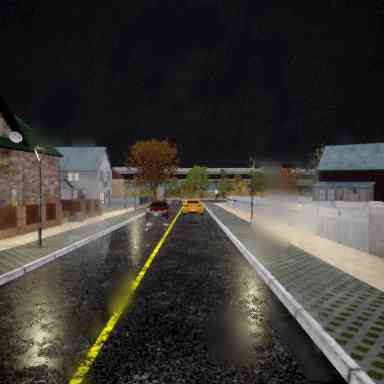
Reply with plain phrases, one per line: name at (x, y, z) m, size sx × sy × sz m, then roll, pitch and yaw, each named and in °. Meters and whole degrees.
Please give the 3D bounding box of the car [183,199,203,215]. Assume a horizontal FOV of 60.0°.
car at (0.098, 1.471, 33.337) m, size 1.882 × 1.535 × 5.008 m, roll 0°, pitch 0°, yaw 0°

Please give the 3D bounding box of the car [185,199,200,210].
car at (0.096, 1.602, 43.910) m, size 1.895 × 1.301 × 4.718 m, roll 0°, pitch 0°, yaw 1°

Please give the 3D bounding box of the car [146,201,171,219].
car at (-2.835, 1.518, 28.697) m, size 1.812 × 1.442 × 4.674 m, roll 0°, pitch 0°, yaw 0°
